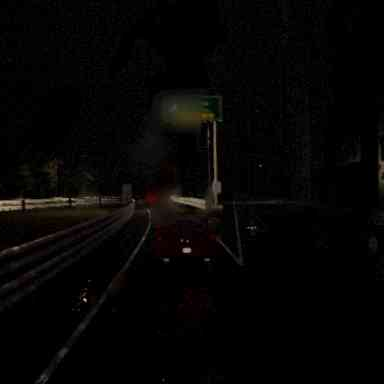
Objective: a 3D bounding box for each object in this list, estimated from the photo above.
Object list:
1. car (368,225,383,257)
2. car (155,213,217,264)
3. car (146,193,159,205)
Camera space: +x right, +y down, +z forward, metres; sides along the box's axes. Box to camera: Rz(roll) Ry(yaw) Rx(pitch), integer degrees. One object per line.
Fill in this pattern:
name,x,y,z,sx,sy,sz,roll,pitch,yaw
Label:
car,6.832,1.412,9.629,2.128,1.511,4.902,-1,0,7
car,-0.268,1.466,11.826,1.882,1.535,5.008,0,1,-3
car,-7.034,1.240,59.444,2.150,2.045,5.566,-1,0,-9
